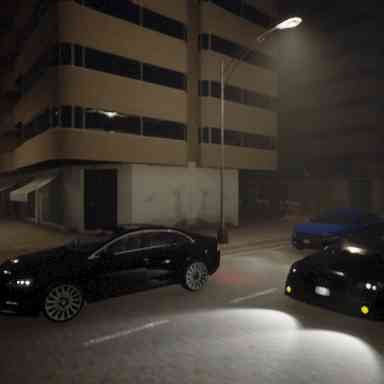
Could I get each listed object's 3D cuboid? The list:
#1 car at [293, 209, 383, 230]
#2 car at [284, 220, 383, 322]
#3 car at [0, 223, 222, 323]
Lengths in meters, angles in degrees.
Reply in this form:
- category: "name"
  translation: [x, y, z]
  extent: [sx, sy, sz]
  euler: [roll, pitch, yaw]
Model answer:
- category: "car"
  translation: [5.947, 1.445, 13.112]
  extent: [5.008, 1.535, 1.882]
  euler: [0, 0, -38]
- category: "car"
  translation: [3.852, 1.545, 7.043]
  extent: [4.181, 1.385, 1.994]
  euler: [0, 0, -38]
- category: "car"
  translation: [-1.549, 1.485, 7.289]
  extent: [4.902, 1.511, 2.128]
  euler: [0, 0, -37]
